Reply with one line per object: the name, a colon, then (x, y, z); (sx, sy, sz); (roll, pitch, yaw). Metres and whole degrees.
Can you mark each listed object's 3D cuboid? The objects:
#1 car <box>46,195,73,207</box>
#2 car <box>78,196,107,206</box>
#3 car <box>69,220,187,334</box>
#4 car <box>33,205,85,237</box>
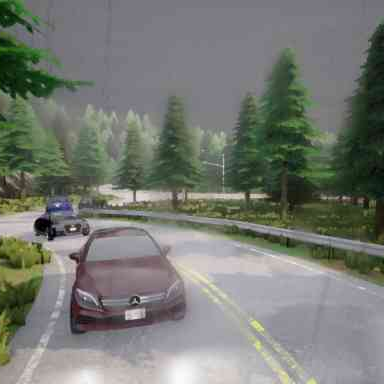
car: (-12.815, 1.326, 32.225); (2.150, 2.045, 5.566); (-1, 0, -18)
car: (-12.656, 1.289, 42.810); (2.097, 1.767, 4.553); (2, 2, 13)
car: (-1.511, 1.523, 7.052); (1.812, 1.442, 4.674); (-2, 0, -17)
car: (-7.028, 1.664, 17.758); (1.994, 1.385, 4.181); (-4, 2, -38)
